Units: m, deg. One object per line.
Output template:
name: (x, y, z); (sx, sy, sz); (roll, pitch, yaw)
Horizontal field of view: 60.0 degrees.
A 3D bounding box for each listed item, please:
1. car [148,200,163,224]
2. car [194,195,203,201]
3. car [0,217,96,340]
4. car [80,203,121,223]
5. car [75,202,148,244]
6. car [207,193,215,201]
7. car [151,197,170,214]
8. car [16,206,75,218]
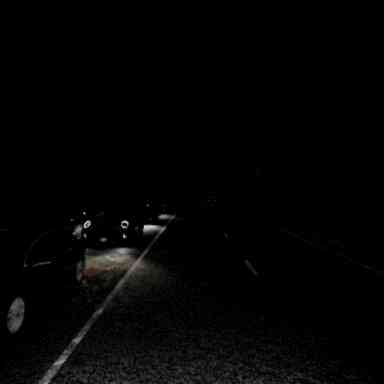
car: (-3.563, 1.566, 24.702); (1.994, 1.385, 4.181); (0, 0, 0)
car: (1.411, 1.539, 86.661); (2.033, 1.411, 5.357); (0, 0, 4)
car: (-3.593, 1.506, 6.599); (1.837, 1.490, 4.892); (0, 0, 0)
car: (-7.051, 1.603, 26.227); (1.895, 1.301, 4.718); (0, 0, 0)
car: (-3.583, 1.353, 15.756); (2.097, 1.767, 4.553); (0, 0, 0)
car: (4.935, 1.501, 86.872); (1.837, 1.490, 4.892); (0, 0, 4)
car: (-3.534, 1.354, 34.815); (2.097, 1.767, 4.553); (0, 0, 1)
car: (-7.083, 1.479, 16.008); (1.882, 1.535, 5.008); (0, 0, 0)
